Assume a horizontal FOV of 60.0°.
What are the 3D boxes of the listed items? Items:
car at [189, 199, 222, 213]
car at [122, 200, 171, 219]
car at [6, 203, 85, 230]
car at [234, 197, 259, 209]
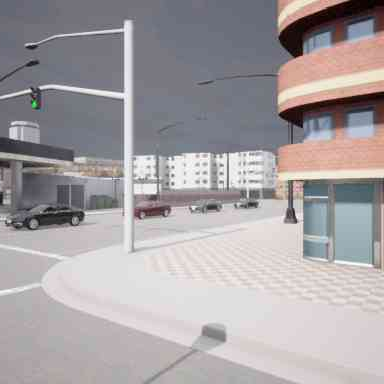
[{"bbox_3d":[1.553,1.491,36.858,2.128,1.511,4.902,0,0,35],"label":"car"},{"bbox_3d":[-3.866,1.478,29.011,1.882,1.535,5.008,0,0,34],"label":"car"},{"bbox_3d":[-9.191,1.505,21.231,1.837,1.490,4.892,0,0,34],"label":"car"},{"bbox_3d":[7.462,1.491,45.384,2.128,1.511,4.902,0,0,35],"label":"car"}]
